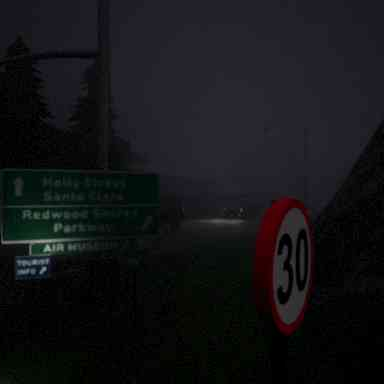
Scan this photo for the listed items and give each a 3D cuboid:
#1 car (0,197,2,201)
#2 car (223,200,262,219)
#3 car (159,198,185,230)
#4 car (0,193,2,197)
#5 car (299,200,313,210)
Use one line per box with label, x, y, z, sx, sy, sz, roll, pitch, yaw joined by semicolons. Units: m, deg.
car;-12.393;1.486;26.071;1.905;1.878;3.866;0;0;35
car;4.715;1.533;31.012;2.097;1.767;4.553;0;0;36
car;-2.706;1.403;20.811;2.150;2.045;5.566;0;0;36
car;-38.597;1.437;70.013;4.514;1.523;2.007;0;0;35
car;14.656;1.746;44.563;1.994;1.385;4.181;0;0;36
